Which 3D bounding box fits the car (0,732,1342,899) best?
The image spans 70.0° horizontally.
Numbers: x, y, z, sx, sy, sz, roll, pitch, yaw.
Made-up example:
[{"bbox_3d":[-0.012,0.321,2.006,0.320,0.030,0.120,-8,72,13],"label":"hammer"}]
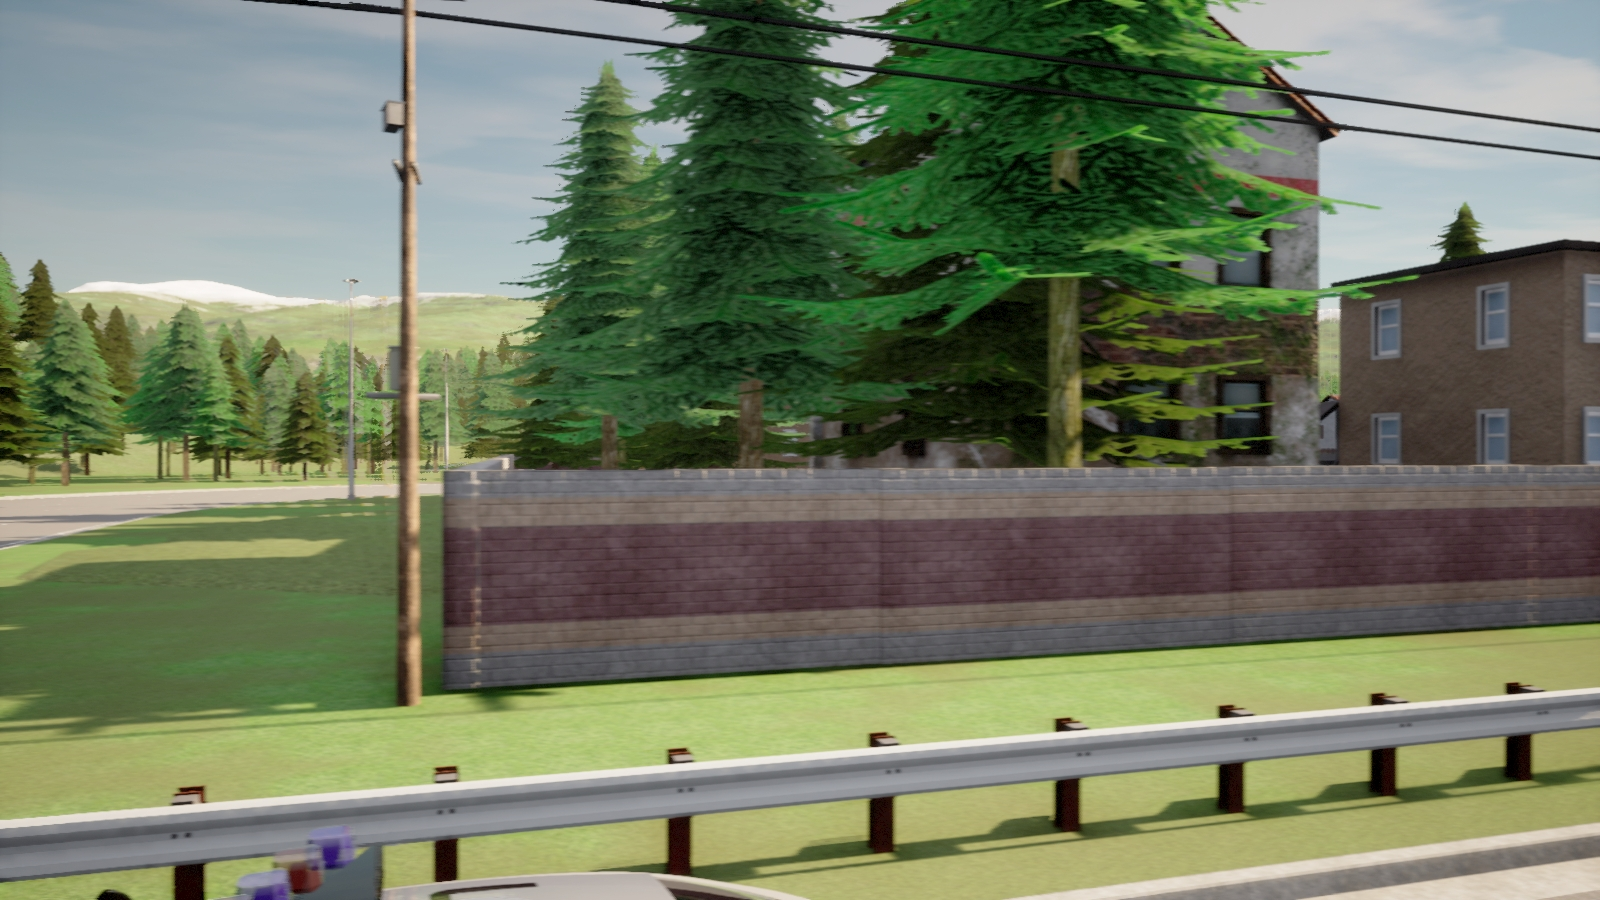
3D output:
[{"bbox_3d":[-1.337,1.981,2.863,5.238,1.638,2.097,0,0,-18],"label":"car"}]
